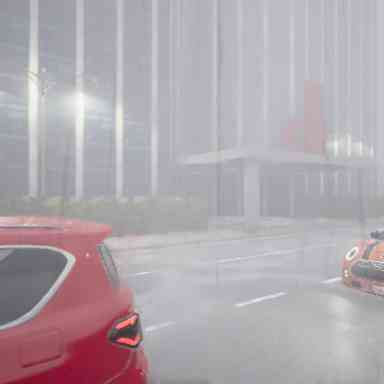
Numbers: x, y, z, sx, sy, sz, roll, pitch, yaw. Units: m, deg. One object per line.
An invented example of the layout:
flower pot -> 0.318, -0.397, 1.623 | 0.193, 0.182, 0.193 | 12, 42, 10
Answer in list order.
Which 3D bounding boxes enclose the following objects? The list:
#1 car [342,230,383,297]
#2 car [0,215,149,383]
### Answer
car -> 5.637, 1.403, 8.026 | 4.553, 1.767, 2.097 | 0, 0, -36
car -> -2.955, 1.223, 1.877 | 5.566, 2.045, 2.150 | 1, 0, -36
